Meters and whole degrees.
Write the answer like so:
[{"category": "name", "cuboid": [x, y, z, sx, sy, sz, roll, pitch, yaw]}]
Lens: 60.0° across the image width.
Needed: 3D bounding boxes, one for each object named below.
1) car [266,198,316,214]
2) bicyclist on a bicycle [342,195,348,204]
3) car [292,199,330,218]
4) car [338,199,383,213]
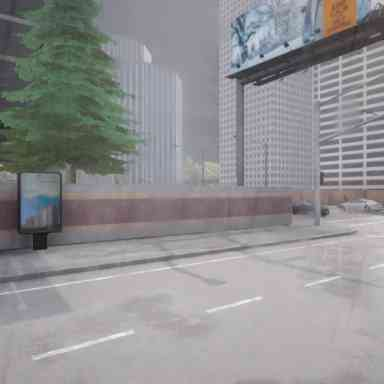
[{"category": "car", "cuboid": [10.713, 1.491, 36.242, 2.128, 1.511, 4.902, 0, 0, -35]}, {"category": "bicyclist on a bicycle", "cuboid": [21.307, 1.301, 46.345, 1.656, 1.620, 0.582, 0, 0, -35]}, {"category": "car", "cuboid": [10.241, 1.478, 30.850, 1.882, 1.535, 5.008, 0, 0, -35]}, {"category": "car", "cuboid": [18.734, 1.526, 37.157, 1.812, 1.442, 4.674, 0, 0, -34]}]
